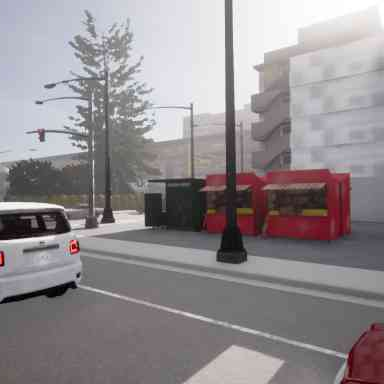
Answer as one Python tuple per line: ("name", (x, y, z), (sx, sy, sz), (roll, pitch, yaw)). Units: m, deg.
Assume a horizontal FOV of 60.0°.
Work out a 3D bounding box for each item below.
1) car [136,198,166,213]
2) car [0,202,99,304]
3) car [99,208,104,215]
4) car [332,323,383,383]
("car", (-4.161, 1.482, 37.621), (2.097, 1.767, 4.553), (-1, -1, 36))
("car", (-4.784, 1.234, 7.361), (5.566, 2.045, 2.150), (0, 0, 36))
("car", (-10.122, 1.732, 29.407), (1.895, 1.301, 4.718), (-1, -1, 36))
("car", (3.232, 1.601, 1.679), (4.718, 1.301, 1.895), (0, 0, 35))
